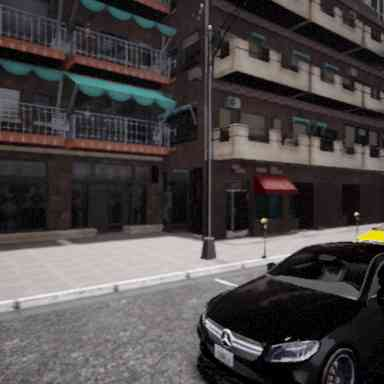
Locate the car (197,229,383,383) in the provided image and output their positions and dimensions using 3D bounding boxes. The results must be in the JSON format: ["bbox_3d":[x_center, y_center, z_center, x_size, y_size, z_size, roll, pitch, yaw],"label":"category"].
[{"bbox_3d":[2.250,1.536,4.979,4.674,1.442,1.812,0,0,-35],"label":"car"}]

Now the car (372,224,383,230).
[{"bbox_3d":[7.750,1.555,12.092,4.829,1.417,1.752,0,0,-36],"label":"car"}]
